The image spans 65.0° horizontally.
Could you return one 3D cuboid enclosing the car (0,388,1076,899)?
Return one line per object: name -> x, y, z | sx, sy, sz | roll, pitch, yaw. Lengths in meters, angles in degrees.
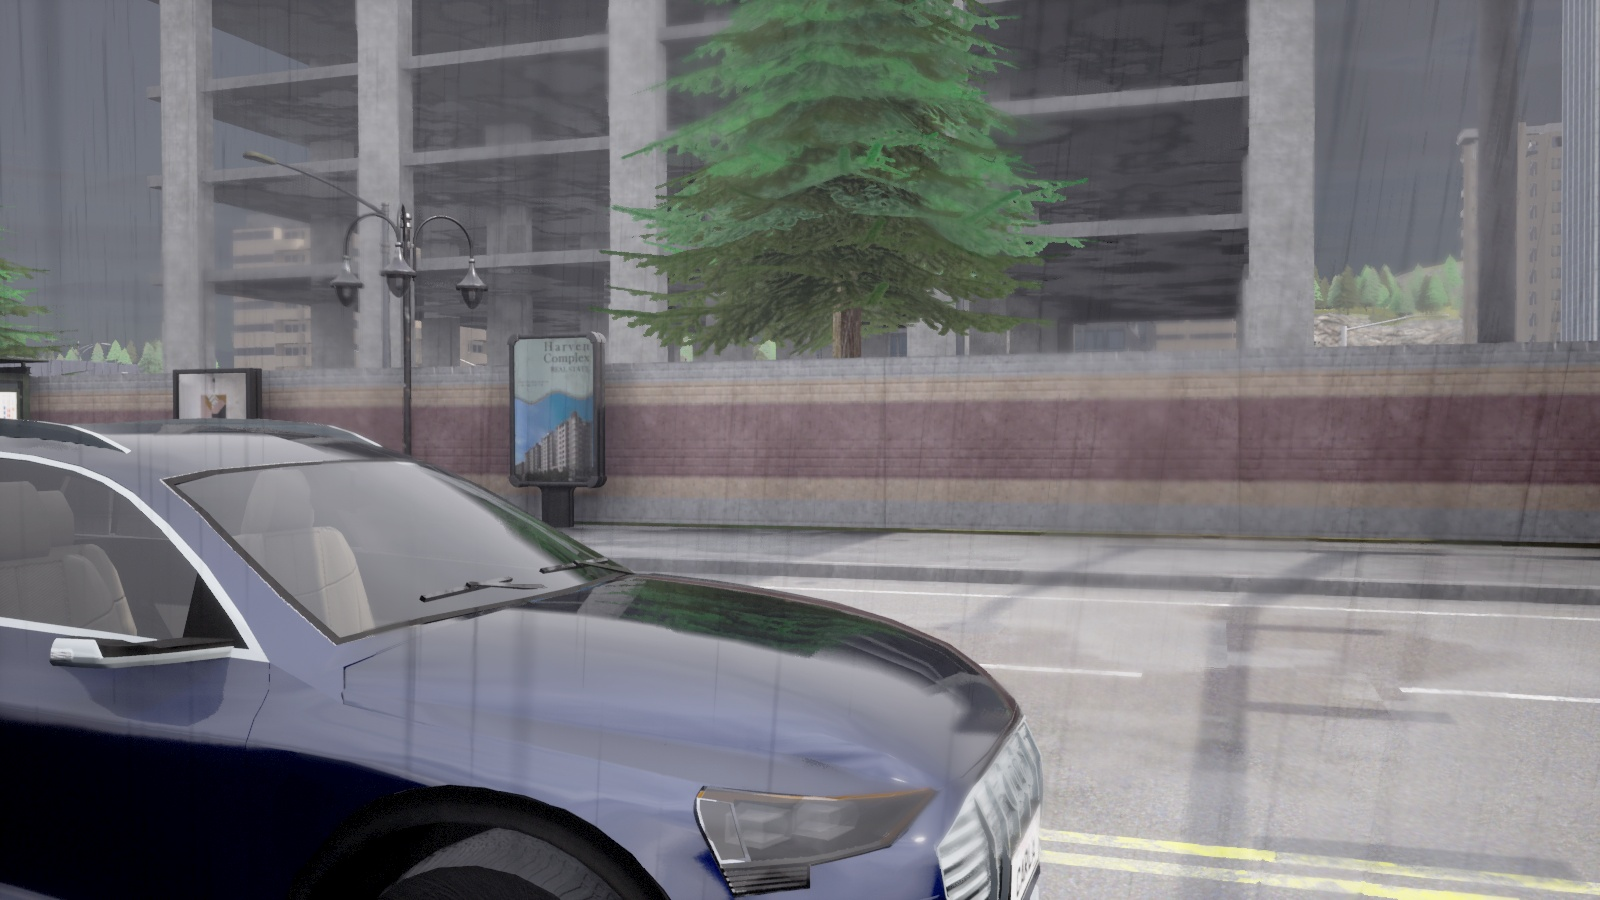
car -> -1.758, 0.689, 3.783 | 4.856, 1.649, 2.033 | 1, 1, 19
